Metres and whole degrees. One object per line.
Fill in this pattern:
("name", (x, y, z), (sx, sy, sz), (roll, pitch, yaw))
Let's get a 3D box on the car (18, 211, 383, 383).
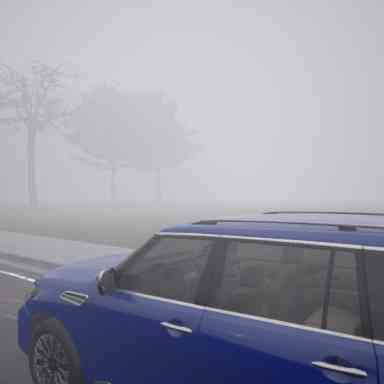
("car", (0.568, 1.221, 3.286), (5.566, 2.045, 2.150), (0, 0, 35))
